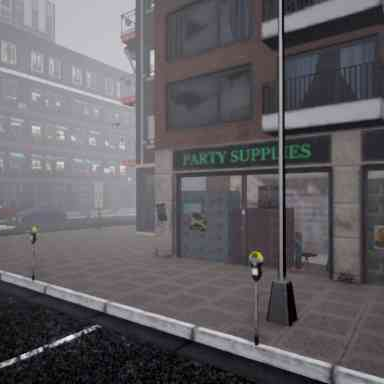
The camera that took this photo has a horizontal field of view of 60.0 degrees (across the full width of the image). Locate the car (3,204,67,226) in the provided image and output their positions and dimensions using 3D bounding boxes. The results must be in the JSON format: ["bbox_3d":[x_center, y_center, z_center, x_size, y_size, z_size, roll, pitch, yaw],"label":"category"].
[{"bbox_3d":[-12.058,1.865,26.302,1.994,1.385,4.181,0,-1,35],"label":"car"}]

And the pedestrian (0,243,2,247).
[{"bbox_3d":[-7.304,1.419,12.257,0.375,1.300,0.375,0,0,35],"label":"pedestrian"}]

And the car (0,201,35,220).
[{"bbox_3d":[-14.952,1.604,26.714,2.192,1.841,5.009,-1,-2,35],"label":"car"}]
